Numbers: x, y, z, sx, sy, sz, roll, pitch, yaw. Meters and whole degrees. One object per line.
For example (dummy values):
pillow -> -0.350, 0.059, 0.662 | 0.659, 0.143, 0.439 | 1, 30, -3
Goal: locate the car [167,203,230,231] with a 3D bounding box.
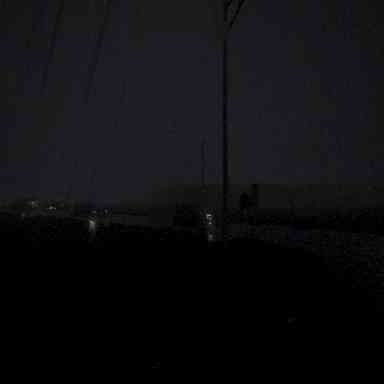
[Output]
car -> 0.363, 1.527, 21.943 | 2.097, 1.767, 4.553 | -1, 0, -42

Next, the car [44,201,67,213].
car -> -18.148, 1.935, 44.805 | 4.902, 1.511, 2.128 | -1, 0, 43

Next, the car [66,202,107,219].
car -> -10.343, 1.830, 33.246 | 1.837, 1.490, 4.892 | 0, 0, -45

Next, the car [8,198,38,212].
car -> -23.973, 2.030, 46.362 | 4.902, 1.511, 2.128 | -1, 0, 42

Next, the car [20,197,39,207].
car -> -25.873, 1.769, 51.767 | 5.566, 2.045, 2.150 | -1, 0, 42
